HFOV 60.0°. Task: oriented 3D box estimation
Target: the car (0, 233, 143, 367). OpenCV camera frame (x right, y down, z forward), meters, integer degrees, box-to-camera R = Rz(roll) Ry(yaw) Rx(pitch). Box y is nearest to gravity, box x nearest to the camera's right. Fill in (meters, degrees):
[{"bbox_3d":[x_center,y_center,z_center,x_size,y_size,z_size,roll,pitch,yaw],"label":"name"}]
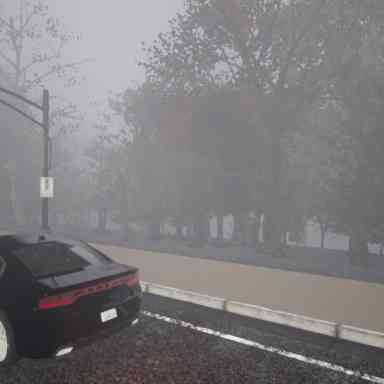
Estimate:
[{"bbox_3d":[-3.086,1.476,5.881,5.008,1.535,1.882,0,0,37],"label":"car"}]
